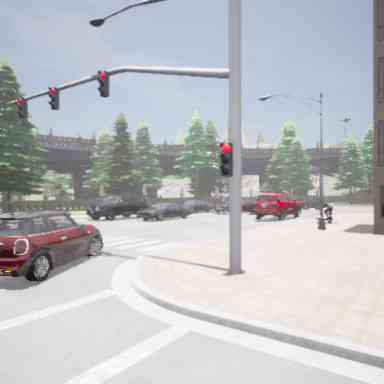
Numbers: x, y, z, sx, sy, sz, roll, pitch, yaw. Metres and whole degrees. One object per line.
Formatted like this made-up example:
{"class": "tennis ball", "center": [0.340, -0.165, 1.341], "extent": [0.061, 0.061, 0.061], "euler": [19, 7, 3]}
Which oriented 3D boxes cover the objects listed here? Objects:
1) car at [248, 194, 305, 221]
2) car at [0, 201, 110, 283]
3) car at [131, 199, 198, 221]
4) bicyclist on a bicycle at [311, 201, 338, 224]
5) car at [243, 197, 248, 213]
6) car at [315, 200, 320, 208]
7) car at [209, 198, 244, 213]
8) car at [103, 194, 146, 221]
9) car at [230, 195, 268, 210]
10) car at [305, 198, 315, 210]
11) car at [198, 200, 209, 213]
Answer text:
{"class": "car", "center": [7.145, 1.190, 27.544], "extent": [2.150, 2.045, 5.566], "euler": [0, 0, 38]}
{"class": "car", "center": [-4.468, 1.333, 9.996], "extent": [2.097, 1.767, 4.553], "euler": [0, 1, 9]}
{"class": "car", "center": [-2.094, 1.534, 27.202], "extent": [2.033, 1.411, 5.357], "euler": [0, 0, 37]}
{"class": "bicyclist on a bicycle", "center": [8.526, 1.258, 21.470], "extent": [1.656, 1.620, 0.582], "euler": [-1, 0, 36]}
{"class": "car", "center": [7.584, 1.453, 33.350], "extent": [1.882, 1.535, 5.008], "euler": [-1, 0, 43]}
{"class": "car", "center": [16.057, 1.541, 47.143], "extent": [4.181, 1.385, 1.994], "euler": [0, 0, -20]}
{"class": "car", "center": [4.345, 1.585, 35.146], "extent": [1.895, 1.301, 4.718], "euler": [0, 0, 43]}
{"class": "car", "center": [-6.028, 1.217, 27.745], "extent": [2.150, 2.045, 5.566], "euler": [0, 0, 37]}
{"class": "car", "center": [7.309, 1.340, 42.242], "extent": [4.553, 1.767, 2.097], "euler": [0, 0, -34]}
{"class": "car", "center": [12.563, 1.482, 41.615], "extent": [4.892, 1.490, 1.837], "euler": [0, 0, -29]}
{"class": "car", "center": [0.280, 1.541, 35.823], "extent": [2.033, 1.411, 5.357], "euler": [0, 0, 39]}
